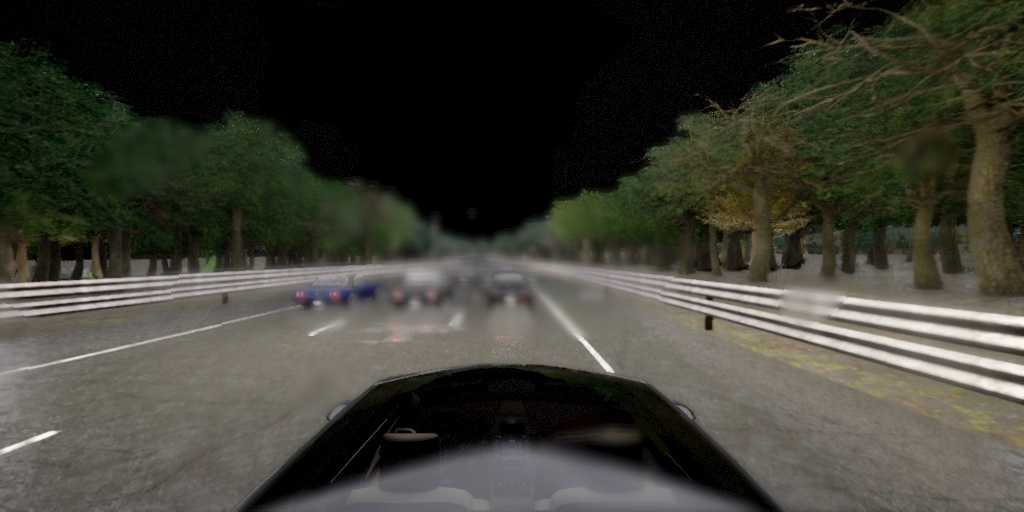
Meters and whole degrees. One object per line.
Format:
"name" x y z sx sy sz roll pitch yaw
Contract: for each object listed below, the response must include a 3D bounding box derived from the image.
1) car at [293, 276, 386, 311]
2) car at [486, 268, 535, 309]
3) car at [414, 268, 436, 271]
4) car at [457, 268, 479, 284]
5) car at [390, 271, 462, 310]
"car" -7.055 1.485 15.336 1.895 1.301 4.718 0 -1 0
"car" -0.056 1.394 15.651 1.837 1.490 4.892 0 0 0
"car" -7.311 1.633 30.366 1.895 1.301 4.718 0 -1 -1
"car" -3.812 1.633 30.430 1.895 1.301 4.718 0 -1 -1
"car" -3.555 1.485 15.372 1.895 1.301 4.718 0 -1 0
